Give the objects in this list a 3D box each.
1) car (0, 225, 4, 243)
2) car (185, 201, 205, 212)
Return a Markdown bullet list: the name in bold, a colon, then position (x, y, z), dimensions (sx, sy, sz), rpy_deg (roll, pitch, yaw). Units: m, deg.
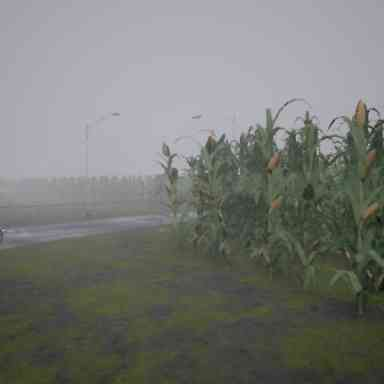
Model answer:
- **car**: position (-8.415, 1.343, 11.312), dimensions (1.812, 1.442, 4.674), rpy_deg (-1, 0, -1)
- **car**: position (1.340, 1.224, 32.735), dimensions (1.895, 1.301, 4.718), rpy_deg (-1, 0, 35)
